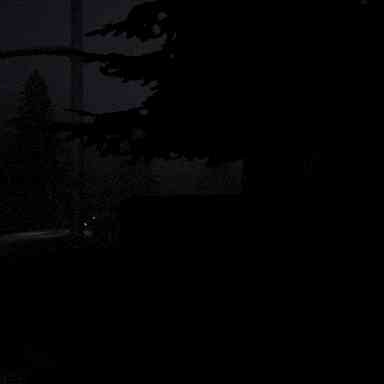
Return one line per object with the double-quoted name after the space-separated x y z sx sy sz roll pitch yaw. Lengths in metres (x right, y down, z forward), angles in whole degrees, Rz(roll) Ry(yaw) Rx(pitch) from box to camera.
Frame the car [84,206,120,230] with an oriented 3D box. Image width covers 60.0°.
-4.994 1.584 21.389 1.895 1.301 4.718 0 0 36 "car"
